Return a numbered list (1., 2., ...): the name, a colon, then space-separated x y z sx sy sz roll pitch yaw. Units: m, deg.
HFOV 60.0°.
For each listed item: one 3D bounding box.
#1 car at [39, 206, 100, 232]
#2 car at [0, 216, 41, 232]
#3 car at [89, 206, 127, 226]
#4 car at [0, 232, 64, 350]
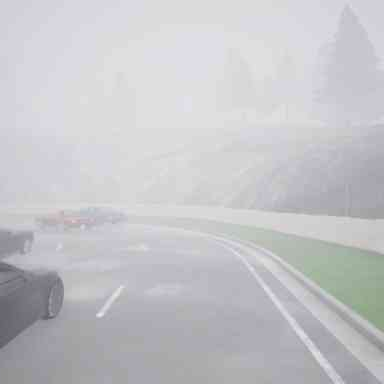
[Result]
1. car: -8.199 1.784 21.265 4.718 1.301 1.895 0 -1 41
2. car: -7.002 1.693 10.893 1.895 1.301 4.718 0 -1 -2
3. car: -7.355 1.763 24.908 5.357 1.411 2.033 0 -1 33
4. car: -3.366 1.564 4.468 1.812 1.442 4.674 0 -1 0
